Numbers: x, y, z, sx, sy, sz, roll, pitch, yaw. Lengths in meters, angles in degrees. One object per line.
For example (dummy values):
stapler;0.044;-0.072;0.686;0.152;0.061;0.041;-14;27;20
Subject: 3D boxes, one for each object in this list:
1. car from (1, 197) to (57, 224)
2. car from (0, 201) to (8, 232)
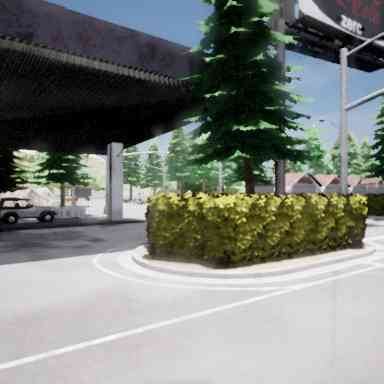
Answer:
car;-11.805;1.312;23.597;3.866;1.878;1.905;0;0;-36
car;-12.004;1.480;16.467;4.611;1.667;2.242;0;0;-36
